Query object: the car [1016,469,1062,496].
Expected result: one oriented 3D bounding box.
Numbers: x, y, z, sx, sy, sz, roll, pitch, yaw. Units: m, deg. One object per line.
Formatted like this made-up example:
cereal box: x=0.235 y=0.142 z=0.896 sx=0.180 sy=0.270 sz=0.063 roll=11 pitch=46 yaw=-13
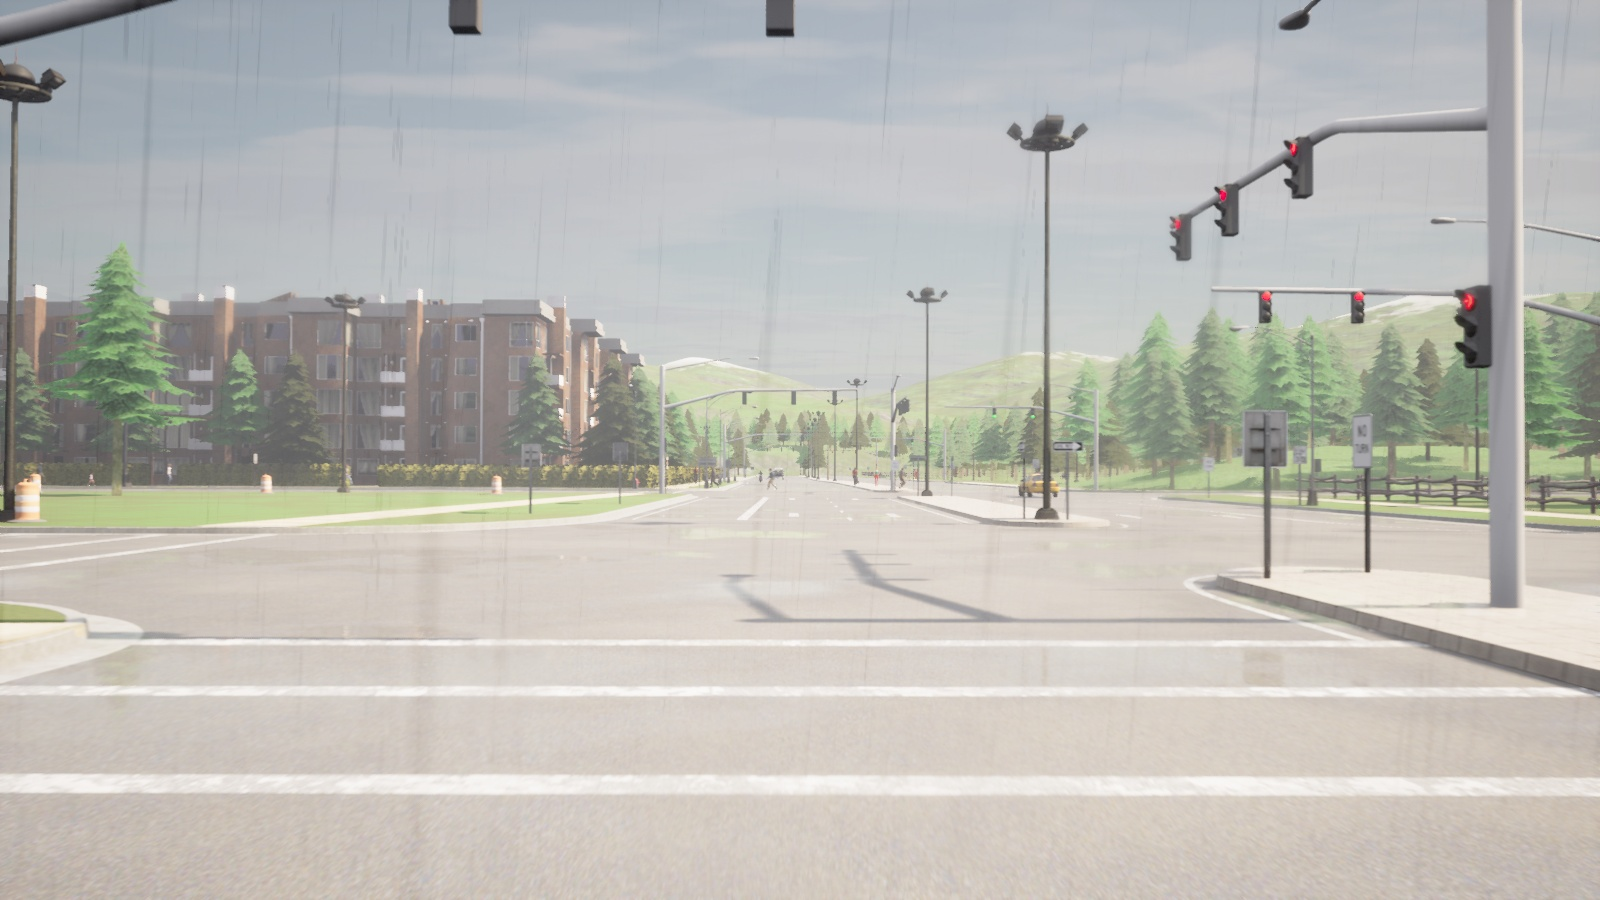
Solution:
car: x=14.810 y=2.000 z=77.989 sx=1.801 sy=1.575 sz=5.366 roll=0 pitch=-1 yaw=0
